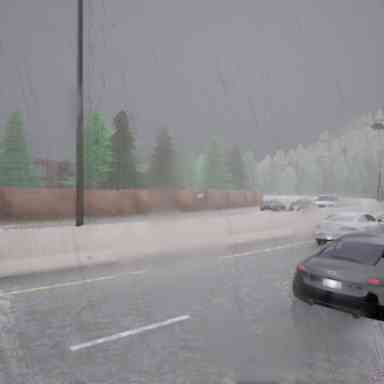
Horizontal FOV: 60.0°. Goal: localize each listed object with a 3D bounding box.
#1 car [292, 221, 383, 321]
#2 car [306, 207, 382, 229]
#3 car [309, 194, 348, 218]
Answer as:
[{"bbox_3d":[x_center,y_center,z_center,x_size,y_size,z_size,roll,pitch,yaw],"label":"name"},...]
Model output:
[{"bbox_3d":[3.987,1.570,7.075,4.181,1.385,1.994,0,0,-40],"label":"car"},{"bbox_3d":[6.998,1.538,14.434,4.674,1.442,1.812,0,0,-43],"label":"car"},{"bbox_3d":[13.378,1.250,32.346,2.150,2.045,5.566,0,0,36],"label":"car"}]
